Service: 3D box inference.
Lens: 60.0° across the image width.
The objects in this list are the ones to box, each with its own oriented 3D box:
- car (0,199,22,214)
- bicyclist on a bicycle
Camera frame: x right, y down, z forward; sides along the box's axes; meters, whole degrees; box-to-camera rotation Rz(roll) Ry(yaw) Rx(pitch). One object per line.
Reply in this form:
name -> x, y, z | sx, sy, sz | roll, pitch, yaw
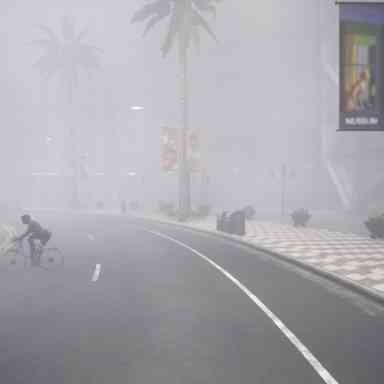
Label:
car -> -20.329, 1.491, 35.751 | 4.902, 1.511, 2.128 | 0, 0, 33
bicyclist on a bicycle -> -4.442, 1.453, 9.245 | 1.656, 1.620, 0.582 | -1, 0, -12
